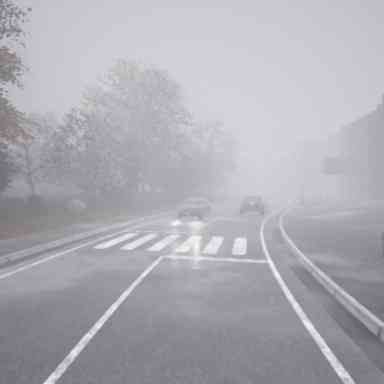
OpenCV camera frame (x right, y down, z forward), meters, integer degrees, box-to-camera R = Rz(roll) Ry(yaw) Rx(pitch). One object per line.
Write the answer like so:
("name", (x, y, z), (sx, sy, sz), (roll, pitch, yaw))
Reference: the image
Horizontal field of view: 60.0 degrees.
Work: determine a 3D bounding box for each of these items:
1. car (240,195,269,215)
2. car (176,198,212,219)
("car", (5.762, 1.042, 30.382), (2.097, 1.767, 4.553), (2, 1, 18))
("car", (0.285, 1.212, 25.553), (1.837, 1.490, 4.892), (1, 1, 16))
